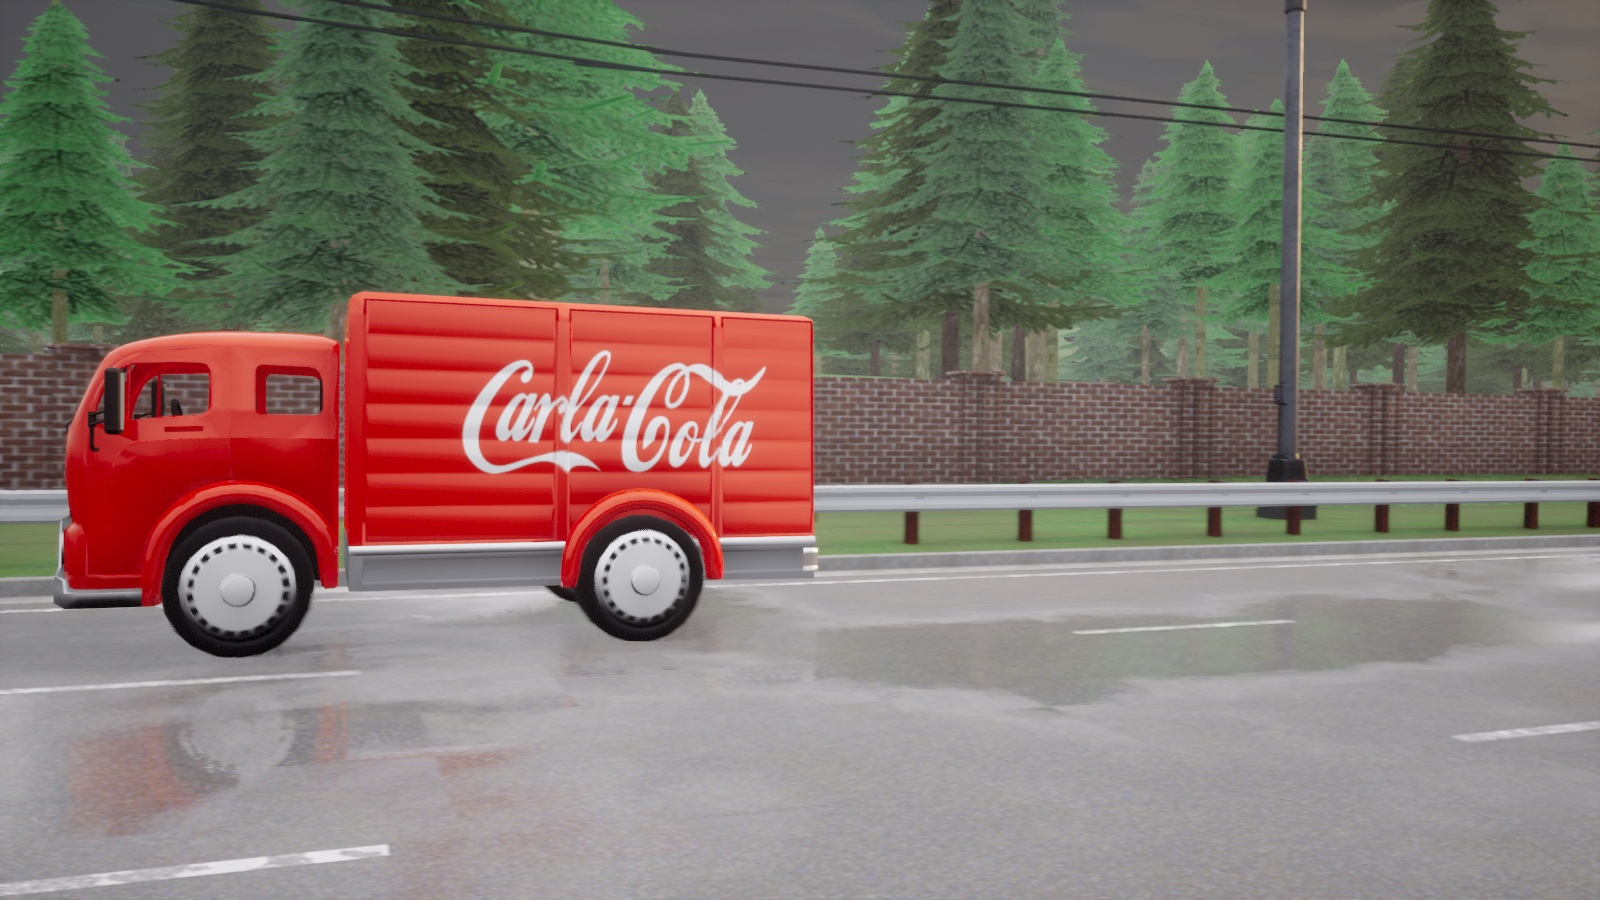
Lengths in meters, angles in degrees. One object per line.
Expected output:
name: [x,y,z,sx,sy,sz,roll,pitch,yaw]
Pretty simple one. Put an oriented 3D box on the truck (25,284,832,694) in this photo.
truck: [-2.673,0.184,9.707,5.204,2.467,2.627,-1,1,-21]
